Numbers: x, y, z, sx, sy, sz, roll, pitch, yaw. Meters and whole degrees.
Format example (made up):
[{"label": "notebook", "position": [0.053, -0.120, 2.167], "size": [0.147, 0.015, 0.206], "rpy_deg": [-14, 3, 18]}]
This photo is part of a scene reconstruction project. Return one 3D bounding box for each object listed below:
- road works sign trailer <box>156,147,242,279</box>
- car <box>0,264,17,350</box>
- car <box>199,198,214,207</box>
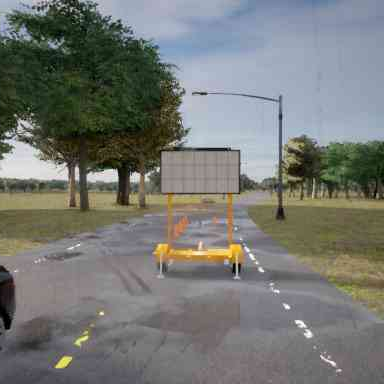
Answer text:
[{"label": "road works sign trailer", "position": [0.247, 0.468, 10.072], "size": [2.380, 3.560, 2.880], "rpy_deg": [0, 0, 3]}, {"label": "car", "position": [-3.507, 1.491, 2.888], "size": [2.128, 1.511, 4.902], "rpy_deg": [0, 0, 1]}, {"label": "car", "position": [2.431, 1.625, 53.798], "size": [1.994, 1.385, 4.181], "rpy_deg": [0, 0, 12]}]
